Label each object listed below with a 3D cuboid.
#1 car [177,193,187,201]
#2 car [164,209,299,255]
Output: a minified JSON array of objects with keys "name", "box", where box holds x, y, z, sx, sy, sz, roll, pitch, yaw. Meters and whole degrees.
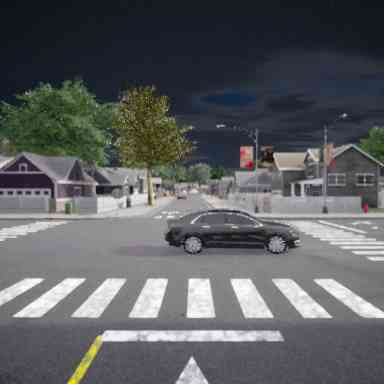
[{"name":"car","box":[-2.097,0.979,69.383,1.882,1.535,5.008,0,0,0]},{"name":"car","box":[1.424,1.408,12.261,4.892,1.490,1.837,0,0,0]}]
